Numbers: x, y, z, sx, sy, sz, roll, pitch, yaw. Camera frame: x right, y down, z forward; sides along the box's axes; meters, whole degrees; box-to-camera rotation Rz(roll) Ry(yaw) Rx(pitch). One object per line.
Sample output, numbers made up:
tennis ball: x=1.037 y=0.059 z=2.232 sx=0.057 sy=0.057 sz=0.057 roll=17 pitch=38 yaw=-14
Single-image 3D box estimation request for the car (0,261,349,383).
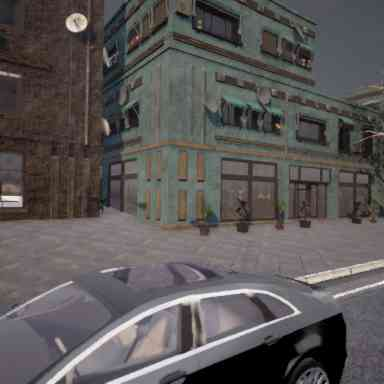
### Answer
car: x=-0.592 y=1.491 z=2.948 sx=4.902 sy=1.511 sz=2.128 roll=0 pitch=0 yaw=-35
